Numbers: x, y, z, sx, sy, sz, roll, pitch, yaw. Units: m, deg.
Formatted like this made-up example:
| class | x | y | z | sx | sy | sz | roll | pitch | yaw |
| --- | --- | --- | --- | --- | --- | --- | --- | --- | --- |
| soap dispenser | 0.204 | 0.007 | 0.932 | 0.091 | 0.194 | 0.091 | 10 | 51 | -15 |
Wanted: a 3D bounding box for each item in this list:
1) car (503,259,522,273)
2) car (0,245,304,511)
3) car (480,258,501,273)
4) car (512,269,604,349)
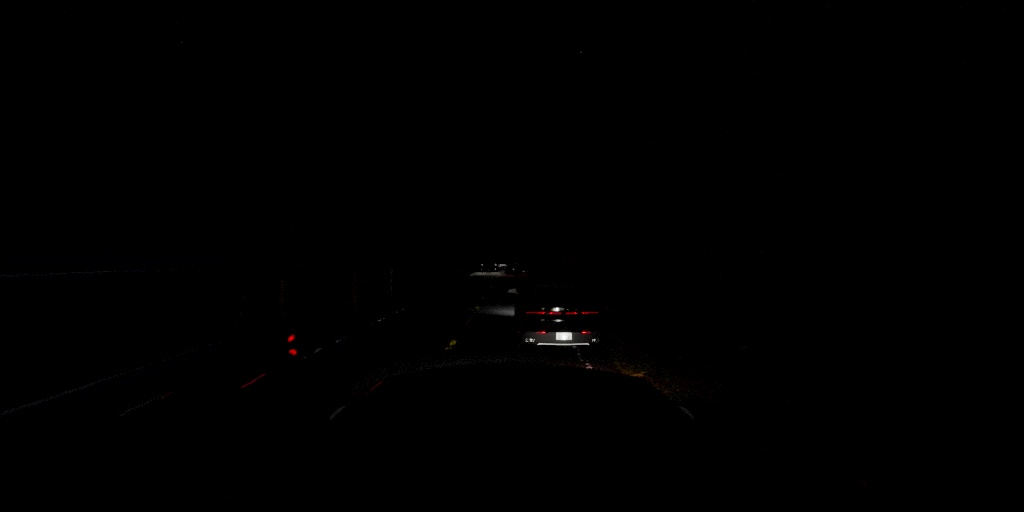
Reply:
| class | x | y | z | sx | sy | sz | roll | pitch | yaw |
| --- | --- | --- | --- | --- | --- | --- | --- | --- | --- |
| car | 0.181 | 1.258 | 42.102 | 1.812 | 1.442 | 4.674 | 0 | 0 | 0 |
| car | -2.850 | 0.971 | 0.766 | 2.150 | 2.045 | 5.566 | 0 | 0 | 0 |
| car | -2.757 | 1.082 | 44.077 | 2.097 | 1.767 | 4.553 | 0 | 0 | 0 |
| car | 0.981 | 1.256 | 9.147 | 1.837 | 1.490 | 4.892 | 0 | 0 | 0 |
